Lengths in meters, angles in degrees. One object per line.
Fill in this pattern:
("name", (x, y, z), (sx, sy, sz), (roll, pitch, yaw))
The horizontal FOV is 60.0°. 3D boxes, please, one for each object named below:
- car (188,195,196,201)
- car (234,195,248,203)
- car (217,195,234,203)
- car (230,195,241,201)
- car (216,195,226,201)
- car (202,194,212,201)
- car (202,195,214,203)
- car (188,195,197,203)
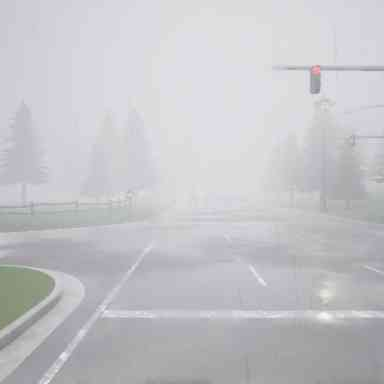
("car", (0.060, 1.427, 80.794), (1.895, 1.301, 4.718), (0, 0, 0))
("car", (10.552, 1.531, 70.336), (2.033, 1.411, 5.357), (0, 0, 0))
("car", (7.052, 1.517, 70.339), (2.128, 1.511, 4.902), (0, 0, 0))
("car", (10.560, 1.427, 80.786), (1.895, 1.301, 4.718), (0, 0, 0))
("car", (7.060, 1.427, 80.789), (1.895, 1.301, 4.718), (0, 0, 0))
("car", (3.560, 1.357, 80.762), (2.128, 1.511, 4.902), (0, 0, 0))
("car", (3.552, 1.469, 70.342), (1.882, 1.535, 5.008), (0, 0, 0))
("car", (0.052, 1.517, 70.344), (2.128, 1.511, 4.902), (0, 0, 0))
